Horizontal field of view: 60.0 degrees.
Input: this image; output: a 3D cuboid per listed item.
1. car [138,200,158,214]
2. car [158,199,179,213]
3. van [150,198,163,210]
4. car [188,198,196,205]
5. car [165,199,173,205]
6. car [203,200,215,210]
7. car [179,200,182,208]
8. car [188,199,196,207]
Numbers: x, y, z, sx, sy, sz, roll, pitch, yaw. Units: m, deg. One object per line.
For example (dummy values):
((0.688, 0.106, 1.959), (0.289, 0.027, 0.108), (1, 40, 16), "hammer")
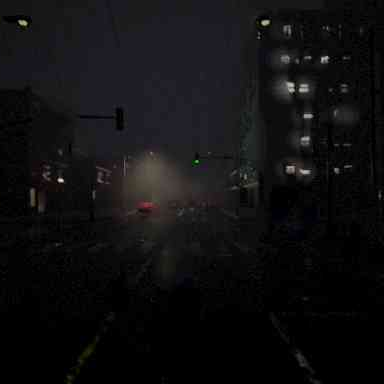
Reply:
((-5.747, 2.022, 41.930), (1.887, 1.381, 4.507), (1, -1, 0), "car")
((-3.076, 2.006, 44.079), (1.837, 1.490, 4.892), (0, 0, 0), "car")
((-5.664, 1.947, 53.301), (1.690, 1.788, 3.998), (1, -1, 0), "van")
((0.012, 2.284, 80.025), (2.033, 1.411, 5.357), (0, -1, 0), "car")
((-5.665, 2.512, 81.729), (1.802, 1.307, 4.206), (1, -1, 0), "car")
((2.713, 2.048, 53.359), (1.967, 1.590, 4.097), (1, -1, 0), "car")
((-2.993, 2.204, 63.837), (1.882, 1.535, 5.008), (0, -1, 0), "car")
((0.010, 2.324, 69.598), (2.033, 1.411, 5.357), (0, -1, 0), "car")
